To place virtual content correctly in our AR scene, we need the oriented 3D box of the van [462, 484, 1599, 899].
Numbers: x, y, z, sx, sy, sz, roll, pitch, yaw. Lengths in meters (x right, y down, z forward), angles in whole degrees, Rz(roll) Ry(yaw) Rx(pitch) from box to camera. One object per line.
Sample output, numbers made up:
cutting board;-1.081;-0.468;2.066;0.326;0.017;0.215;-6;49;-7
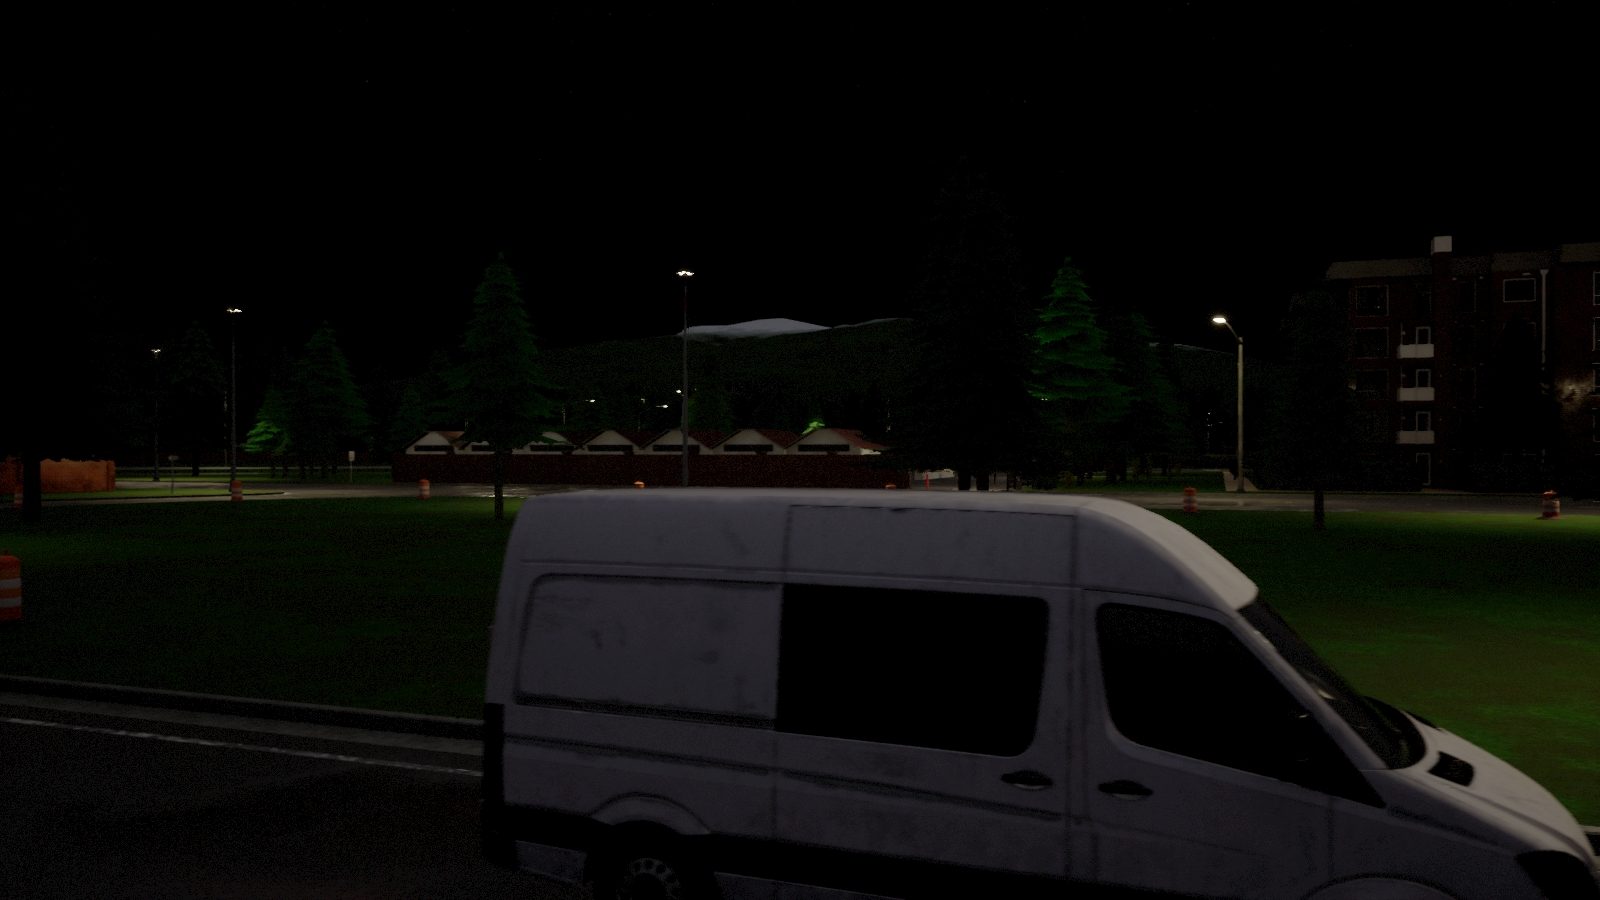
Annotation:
van;1.138;1.535;6.614;5.915;2.561;1.988;0;0;20
